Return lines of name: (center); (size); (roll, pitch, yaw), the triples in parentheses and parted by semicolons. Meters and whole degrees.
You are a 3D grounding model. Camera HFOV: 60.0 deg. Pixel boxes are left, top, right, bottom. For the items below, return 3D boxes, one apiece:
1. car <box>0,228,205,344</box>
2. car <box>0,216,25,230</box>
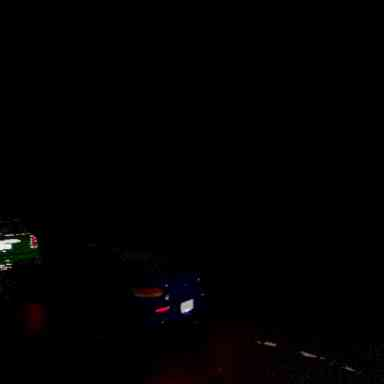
car: (-1.917, 1.636, 6.610); (4.674, 1.442, 1.812); (0, -1, 37)
car: (-6.685, 1.493, 10.205); (4.553, 1.767, 2.097); (0, -1, 37)
